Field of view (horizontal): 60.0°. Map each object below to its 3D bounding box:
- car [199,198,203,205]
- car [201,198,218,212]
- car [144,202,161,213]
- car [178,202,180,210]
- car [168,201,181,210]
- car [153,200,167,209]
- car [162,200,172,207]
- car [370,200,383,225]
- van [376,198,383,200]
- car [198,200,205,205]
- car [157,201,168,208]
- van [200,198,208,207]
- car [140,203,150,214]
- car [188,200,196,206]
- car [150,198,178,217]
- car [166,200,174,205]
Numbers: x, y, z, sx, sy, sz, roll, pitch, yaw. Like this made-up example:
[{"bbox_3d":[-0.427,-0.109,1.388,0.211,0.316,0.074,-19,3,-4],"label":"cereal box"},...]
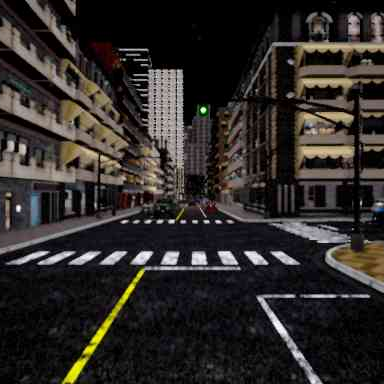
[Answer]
[{"bbox_3d":[2.711,2.426,65.084,2.008,1.369,4.403,-1,-1,0],"label":"car"},{"bbox_3d":[2.702,2.087,48.504,1.967,1.590,4.097,-1,-1,0],"label":"car"},{"bbox_3d":[-5.677,2.213,48.511,1.947,1.339,4.313,0,-1,0],"label":"car"},{"bbox_3d":[-3.071,2.160,47.603,1.812,1.442,4.674,0,-1,0],"label":"car"},{"bbox_3d":[-3.043,2.328,58.236,2.033,1.411,5.357,0,-1,0],"label":"car"},{"bbox_3d":[-5.674,2.239,59.568,1.967,1.590,4.097,-1,-1,0],"label":"car"},{"bbox_3d":[-5.665,2.553,75.979,1.752,1.417,4.829,-1,-1,0],"label":"car"},{"bbox_3d":[14.849,1.501,22.491,5.008,1.535,1.882,-1,0,-1],"label":"car"},{"bbox_3d":[15.651,1.364,25.078,3.998,1.788,1.690,-1,1,-1],"label":"van"},{"bbox_3d":[2.722,2.810,92.722,1.887,1.381,4.507,-1,-1,0],"label":"car"},{"bbox_3d":[-5.670,2.457,65.093,1.802,1.307,4.206,-1,-1,0],"label":"car"},{"bbox_3d":[2.713,2.371,76.142,1.690,1.788,3.998,-1,-1,0],"label":"van"},{"bbox_3d":[-5.679,2.122,42.984,2.008,1.369,4.403,0,-1,0],"label":"car"},{"bbox_3d":[0.035,2.585,77.254,2.033,1.411,5.357,0,-1,0],"label":"car"},{"bbox_3d":[-3.084,1.721,37.775,2.150,2.045,5.566,0,-1,0],"label":"car"},{"bbox_3d":[-5.660,2.768,87.203,1.802,1.307,4.206,-1,-1,0],"label":"car"}]
